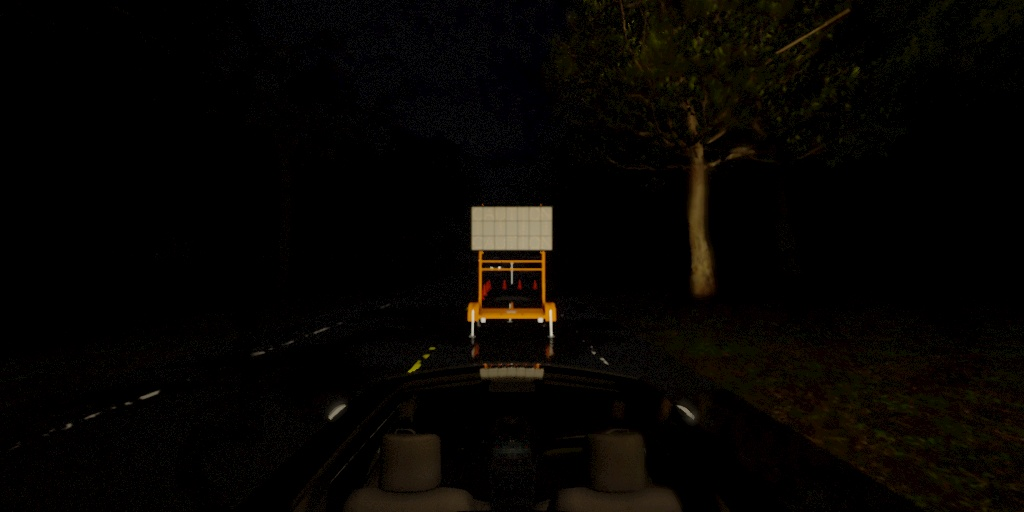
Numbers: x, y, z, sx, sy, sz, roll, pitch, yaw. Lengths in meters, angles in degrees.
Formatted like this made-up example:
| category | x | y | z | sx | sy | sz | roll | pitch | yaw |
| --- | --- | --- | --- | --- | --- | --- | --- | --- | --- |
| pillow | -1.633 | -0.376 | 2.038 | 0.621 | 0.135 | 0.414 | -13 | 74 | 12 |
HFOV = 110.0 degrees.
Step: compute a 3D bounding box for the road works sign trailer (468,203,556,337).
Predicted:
| category | x | y | z | sx | sy | sz | roll | pitch | yaw |
| --- | --- | --- | --- | --- | --- | --- | --- | --- | --- |
| road works sign trailer | -0.002 | 0.271 | 10.466 | 2.380 | 3.560 | 2.880 | 0 | 0 | 0 |
